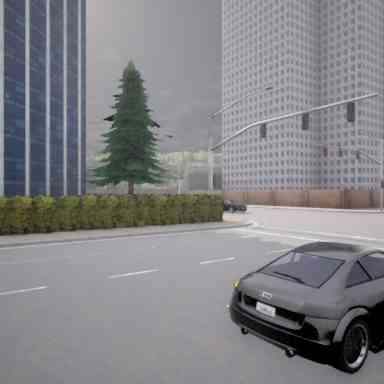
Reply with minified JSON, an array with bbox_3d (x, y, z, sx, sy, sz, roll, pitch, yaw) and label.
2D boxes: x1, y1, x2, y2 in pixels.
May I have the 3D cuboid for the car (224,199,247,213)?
[{"bbox_3d":[3.968,1.478,36.966,1.882,1.535,5.008,0,0,-35],"label":"car"}]

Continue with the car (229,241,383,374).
[{"bbox_3d":[2.653,1.564,5.668,4.181,1.385,1.994,0,0,-35],"label":"car"}]
